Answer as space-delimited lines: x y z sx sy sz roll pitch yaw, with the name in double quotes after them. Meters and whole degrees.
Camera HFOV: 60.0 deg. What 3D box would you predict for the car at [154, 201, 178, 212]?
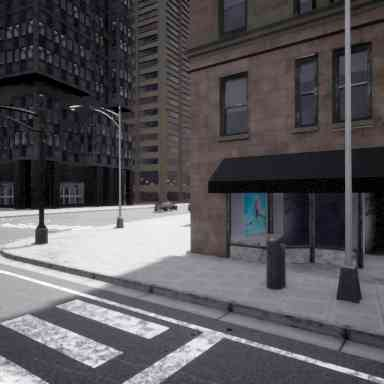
-3.484 1.942 45.005 1.812 1.442 4.674 0 -1 22 "car"
